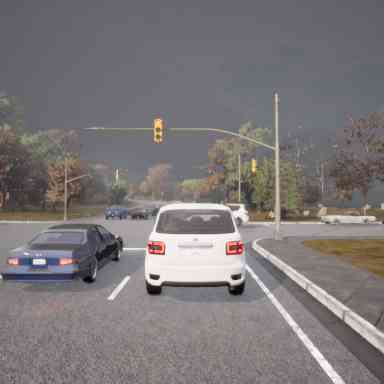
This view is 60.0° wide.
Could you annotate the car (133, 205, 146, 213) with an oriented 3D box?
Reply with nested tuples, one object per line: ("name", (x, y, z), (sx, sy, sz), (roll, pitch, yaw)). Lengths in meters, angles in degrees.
("car", (-10.548, 3.462, 67.644), (1.895, 1.301, 4.718), (0, 0, 0))

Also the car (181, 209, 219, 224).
("car", (0.848, 2.695, 37.447), (2.128, 1.511, 4.902), (1, -3, -28))

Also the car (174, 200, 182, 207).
("car", (-3.643, 3.069, 87.359), (1.882, 1.535, 5.008), (0, 0, -3))

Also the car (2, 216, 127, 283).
("car", (-3.423, 1.661, 9.949), (2.033, 1.411, 5.357), (0, -1, 0))

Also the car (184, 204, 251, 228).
("car", (2.153, 2.052, 29.003), (5.566, 2.045, 2.150), (0, -3, 0))

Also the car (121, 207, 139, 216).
("car", (-10.610, 3.353, 57.361), (2.033, 1.411, 5.357), (0, -1, 1))

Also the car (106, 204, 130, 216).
("car", (-10.634, 2.795, 47.068), (2.150, 2.045, 5.566), (0, -2, -2))

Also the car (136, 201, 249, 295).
("car", (0.078, 1.317, 9.096), (2.150, 2.045, 5.566), (0, -1, 0))

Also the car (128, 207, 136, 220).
("car", (-7.113, 3.131, 45.710), (1.895, 1.301, 4.718), (0, -2, -1))

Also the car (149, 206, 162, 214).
("car", (-7.077, 3.463, 65.160), (1.895, 1.301, 4.718), (0, 0, 0))

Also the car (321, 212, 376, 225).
("car", (15.220, 2.591, 32.653), (4.718, 1.301, 1.895), (0, -3, -2))

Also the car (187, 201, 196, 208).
("car", (-0.155, 3.263, 87.561), (1.837, 1.490, 4.892), (0, 0, -3))

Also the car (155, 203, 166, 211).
("car", (-7.043, 3.359, 75.857), (2.033, 1.411, 5.357), (0, 0, 0))

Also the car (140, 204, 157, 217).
("car", (-7.121, 2.992, 55.238), (2.150, 2.045, 5.566), (0, -1, 0))

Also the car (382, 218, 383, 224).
("car", (19.780, 2.392, 29.353), (5.357, 1.411, 2.033), (0, -3, -3))
